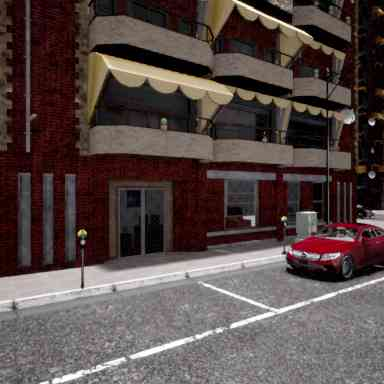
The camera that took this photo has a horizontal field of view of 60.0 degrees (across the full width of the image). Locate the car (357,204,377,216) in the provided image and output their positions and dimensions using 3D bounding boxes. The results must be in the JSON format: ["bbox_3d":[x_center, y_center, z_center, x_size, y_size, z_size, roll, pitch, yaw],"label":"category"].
[{"bbox_3d":[15.566,1.807,32.945,2.128,1.511,4.902,0,-1,-36],"label":"car"}]

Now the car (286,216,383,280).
[{"bbox_3d":[4.616,1.582,9.901,4.206,1.307,1.802,0,0,-35],"label":"car"}]
